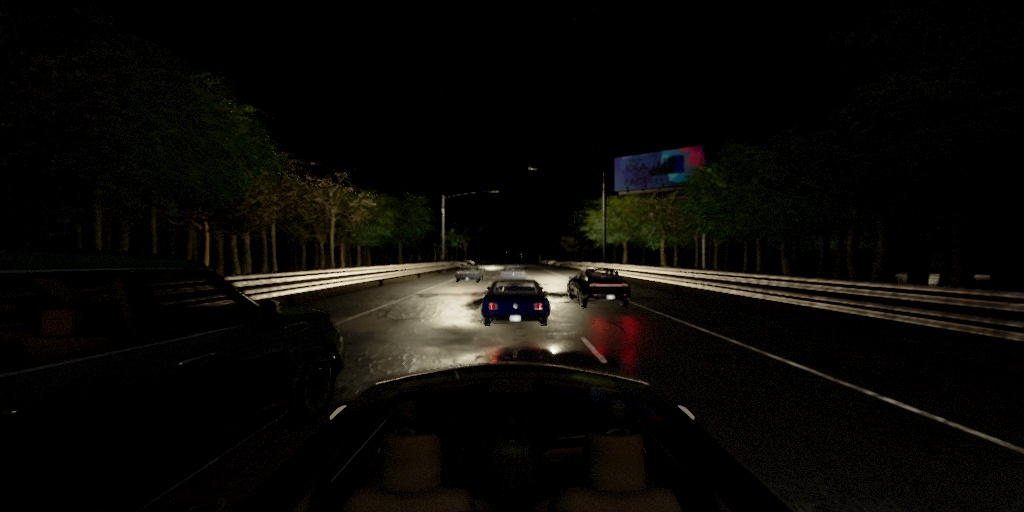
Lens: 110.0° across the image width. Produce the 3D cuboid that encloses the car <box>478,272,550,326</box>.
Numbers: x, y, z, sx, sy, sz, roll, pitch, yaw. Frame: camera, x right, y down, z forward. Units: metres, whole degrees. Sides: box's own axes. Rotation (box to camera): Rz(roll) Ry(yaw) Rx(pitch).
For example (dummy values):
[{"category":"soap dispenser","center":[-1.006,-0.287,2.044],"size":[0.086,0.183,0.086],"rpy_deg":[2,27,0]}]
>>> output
[{"category":"car","center":[0.104,1.389,11.823],"size":[1.895,1.301,4.718],"rpy_deg":[0,0,0]}]

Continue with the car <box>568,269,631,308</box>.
[{"category":"car","center":[3.601,1.292,15.500],"size":[2.128,1.511,4.902],"rpy_deg":[0,0,0]}]

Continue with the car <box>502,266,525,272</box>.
[{"category":"car","center":[0.104,1.453,29.351],"size":[1.895,1.301,4.718],"rpy_deg":[0,0,0]}]

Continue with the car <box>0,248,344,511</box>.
[{"category":"car","center":[-3.397,0.975,2.585],"size":[2.150,2.045,5.566],"rpy_deg":[0,0,0]}]

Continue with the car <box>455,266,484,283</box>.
[{"category":"car","center":[-3.391,1.454,29.406],"size":[1.895,1.301,4.718],"rpy_deg":[0,0,0]}]
